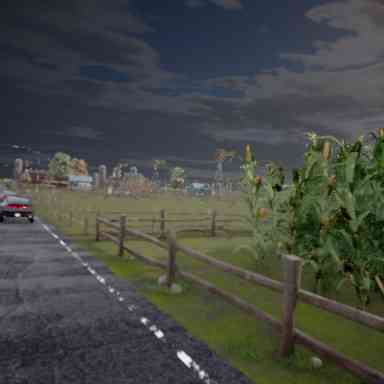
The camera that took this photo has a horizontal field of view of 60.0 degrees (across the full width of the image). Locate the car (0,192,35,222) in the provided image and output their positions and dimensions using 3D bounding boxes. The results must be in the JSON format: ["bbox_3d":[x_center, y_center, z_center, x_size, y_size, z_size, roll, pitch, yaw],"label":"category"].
[{"bbox_3d":[-11.113,1.006,21.072,1.837,1.490,4.892,4,0,-30],"label":"car"}]
